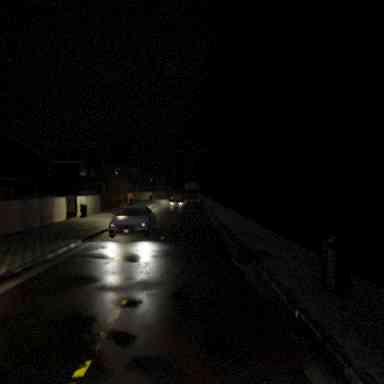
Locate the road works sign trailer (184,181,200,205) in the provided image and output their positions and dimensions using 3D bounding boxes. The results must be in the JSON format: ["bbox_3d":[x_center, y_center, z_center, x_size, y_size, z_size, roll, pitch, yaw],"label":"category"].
[{"bbox_3d":[0.024,0.109,51.703,2.380,3.560,2.880,0,0,0],"label":"road works sign trailer"}]

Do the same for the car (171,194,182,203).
[{"bbox_3d":[-2.762,1.121,59.462,1.812,1.442,4.674,0,0,1],"label":"car"}]

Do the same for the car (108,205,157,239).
[{"bbox_3d":[-2.842,1.404,16.724,1.812,1.442,4.674,0,0,0],"label":"car"}]
